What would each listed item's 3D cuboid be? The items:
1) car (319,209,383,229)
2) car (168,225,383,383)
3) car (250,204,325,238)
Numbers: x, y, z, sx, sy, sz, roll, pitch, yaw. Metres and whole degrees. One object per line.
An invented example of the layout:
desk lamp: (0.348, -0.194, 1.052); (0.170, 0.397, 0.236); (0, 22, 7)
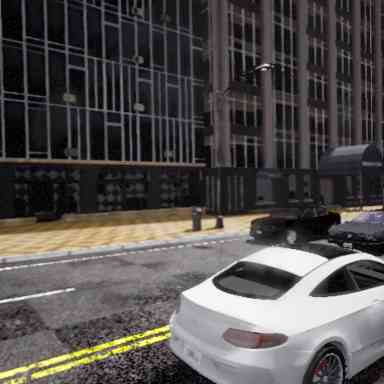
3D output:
car: (7.571, 1.407, 13.081); (5.357, 1.411, 2.033); (-1, 0, -35)
car: (1.876, 1.482, 4.779); (4.674, 1.442, 1.812); (-1, 0, -36)
car: (4.787, 1.348, 15.086); (5.008, 1.535, 1.882); (-1, 0, -35)
